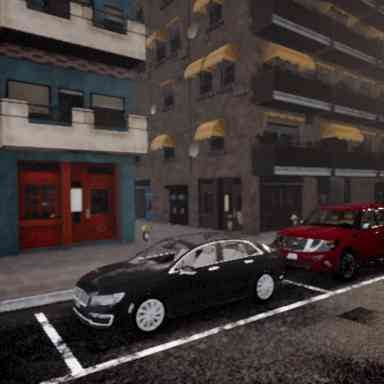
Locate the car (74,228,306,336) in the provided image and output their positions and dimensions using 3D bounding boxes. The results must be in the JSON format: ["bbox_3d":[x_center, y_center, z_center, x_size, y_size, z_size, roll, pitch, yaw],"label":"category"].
[{"bbox_3d":[-0.026,1.541,6.556,4.403,1.369,2.008,0,-1,-35],"label":"car"}]

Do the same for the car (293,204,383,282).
[{"bbox_3d":[4.583,1.289,9.849,5.009,1.841,2.192,0,-1,-35],"label":"car"}]
